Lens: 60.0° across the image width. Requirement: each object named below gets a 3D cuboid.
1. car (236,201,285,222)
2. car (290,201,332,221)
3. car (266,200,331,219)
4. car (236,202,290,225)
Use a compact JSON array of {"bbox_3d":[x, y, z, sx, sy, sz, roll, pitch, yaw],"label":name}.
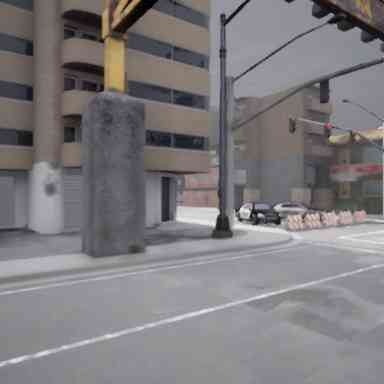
[{"bbox_3d":[4.789,1.323,24.039,1.853,1.218,4.536,0,0,-11],"label":"car"},{"bbox_3d":[8.374,1.487,26.138,4.974,1.542,2.038,0,0,34],"label":"car"},{"bbox_3d":[8.331,1.330,26.168,4.536,1.218,1.853,0,0,34],"label":"car"},{"bbox_3d":[4.799,1.481,23.988,2.038,1.542,4.974,0,0,-11],"label":"car"}]
